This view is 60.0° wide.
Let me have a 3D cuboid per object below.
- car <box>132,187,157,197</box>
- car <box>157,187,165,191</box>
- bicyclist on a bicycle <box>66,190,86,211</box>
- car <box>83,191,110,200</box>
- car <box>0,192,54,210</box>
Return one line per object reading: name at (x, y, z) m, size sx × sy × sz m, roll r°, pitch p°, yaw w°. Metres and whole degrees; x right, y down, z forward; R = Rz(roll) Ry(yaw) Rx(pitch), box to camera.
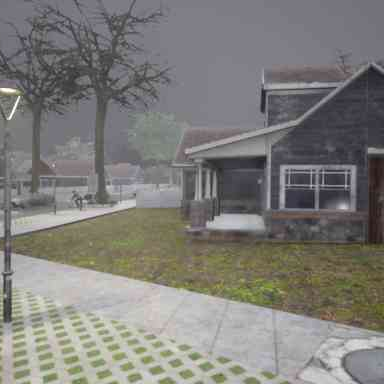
car at (-7.454, 0.045, 51.112) m, size 1.895 × 1.301 × 4.718 m, roll 1°, pitch 2°, yaw 11°
car at (-5.708, -0.281, 60.964) m, size 1.895 × 1.301 × 4.718 m, roll 1°, pitch 2°, yaw 10°
bicyclist on a bicycle at (-9.059, 0.697, 25.922) m, size 1.656 × 1.620 × 0.582 m, roll 1°, pitch 2°, yaw 10°
car at (-12.015, 0.291, 42.202) m, size 1.994 × 1.385 × 4.181 m, roll 1°, pitch 2°, yaw 12°
car at (-14.364, 0.743, 29.543) m, size 2.033 × 1.411 × 5.357 m, roll 1°, pitch 2°, yaw 10°
